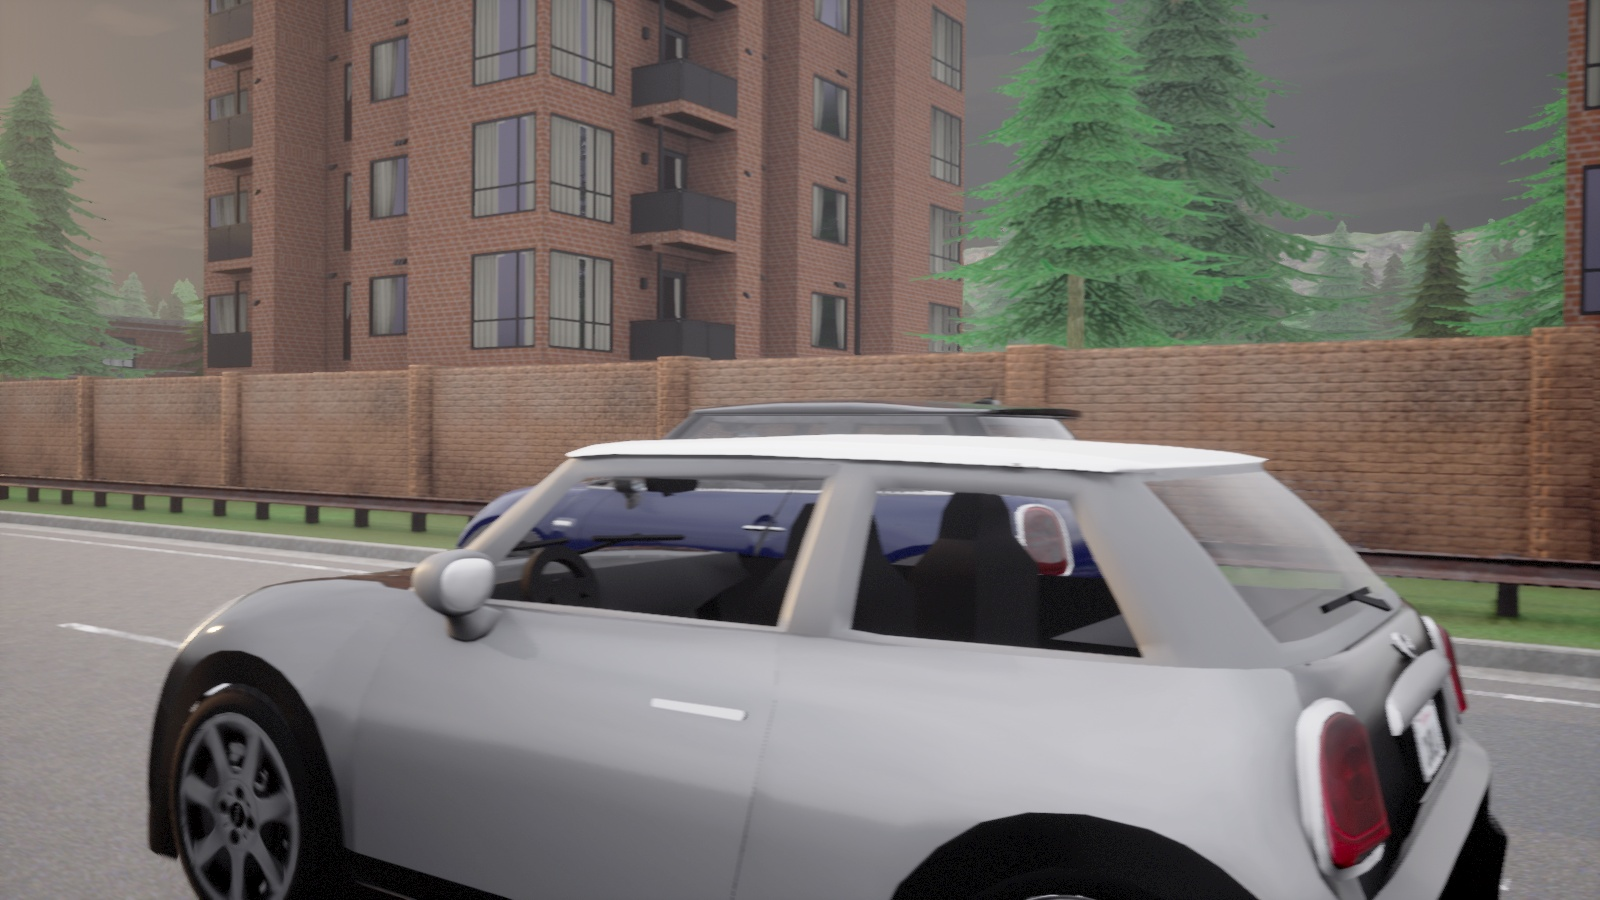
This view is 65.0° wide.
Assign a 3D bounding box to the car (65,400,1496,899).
[{"bbox_3d":[-0.185,0.647,3.746,3.806,1.475,1.970,0,1,34],"label":"car"}]

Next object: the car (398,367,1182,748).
[{"bbox_3d":[-0.180,0.483,7.942,4.553,1.767,2.097,0,1,34],"label":"car"}]
